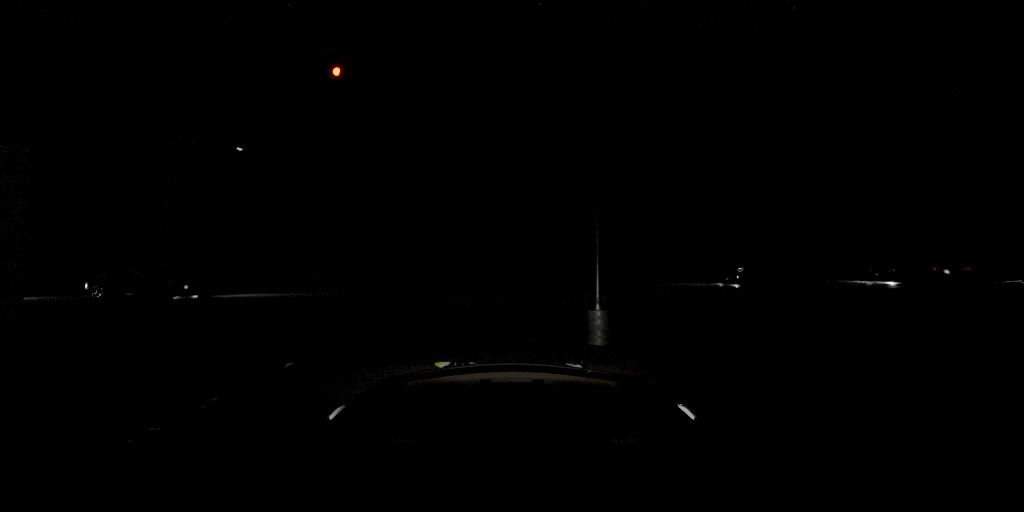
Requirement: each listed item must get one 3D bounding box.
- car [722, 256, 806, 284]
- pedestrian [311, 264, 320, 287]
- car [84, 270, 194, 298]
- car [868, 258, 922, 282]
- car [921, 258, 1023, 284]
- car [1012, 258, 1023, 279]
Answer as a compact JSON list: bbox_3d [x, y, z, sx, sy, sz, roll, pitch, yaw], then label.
[{"bbox_3d":[16.279,0.875,23.413,4.553,1.767,2.097,-1,-2,0],"label":"car"},{"bbox_3d":[-15.062,1.466,27.383,0.375,1.860,0.375,0,-1,0],"label":"pedestrian"},{"bbox_3d":[-20.429,1.484,19.791,4.902,1.511,2.128,-1,-2,0],"label":"car"},{"bbox_3d":[26.129,0.891,23.387,4.674,1.442,1.812,-1,-2,1],"label":"car"},{"bbox_3d":[25.882,0.798,19.687,4.181,1.385,1.994,-1,-2,0],"label":"car"},{"bbox_3d":[36.723,0.752,23.354,5.357,1.411,2.033,-1,-2,0],"label":"car"}]
